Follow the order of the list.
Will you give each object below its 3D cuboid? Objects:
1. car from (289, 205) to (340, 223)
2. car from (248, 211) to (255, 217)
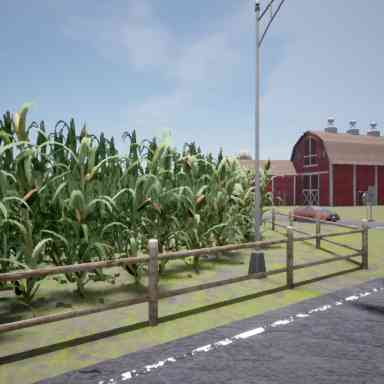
[{"bbox_3d":[10.014,1.810,27.497,1.994,1.385,4.181,1,-1,-29],"label":"car"},{"bbox_3d":[5.147,2.014,36.307,1.895,1.301,4.718,1,-1,-27],"label":"car"}]
